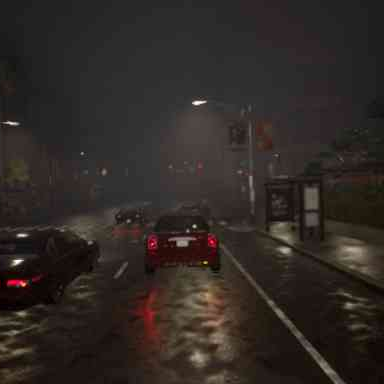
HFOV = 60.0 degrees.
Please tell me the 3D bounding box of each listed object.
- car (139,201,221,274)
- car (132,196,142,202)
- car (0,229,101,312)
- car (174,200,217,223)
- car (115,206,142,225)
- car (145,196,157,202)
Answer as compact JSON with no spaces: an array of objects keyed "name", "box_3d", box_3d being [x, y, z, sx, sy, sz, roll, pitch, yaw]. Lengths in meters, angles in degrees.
[{"name":"car","box_3d":[-0.335,1.368,10.871,2.097,1.767,4.553,-1,0,-2]},{"name":"car","box_3d":[-14.415,1.758,86.901,2.097,1.767,4.553,-1,0,1]},{"name":"car","box_3d":[-3.724,1.644,8.194,2.033,1.411,5.357,-1,0,-2]},{"name":"car","box_3d":[0.397,1.497,26.928,2.128,1.511,4.902,-2,0,17]},{"name":"car","box_3d":[-4.522,1.726,25.470,1.895,1.301,4.718,-1,0,-2]},{"name":"car","box_3d":[-10.893,1.794,85.694,1.882,1.535,5.008,-1,0,-2]}]
